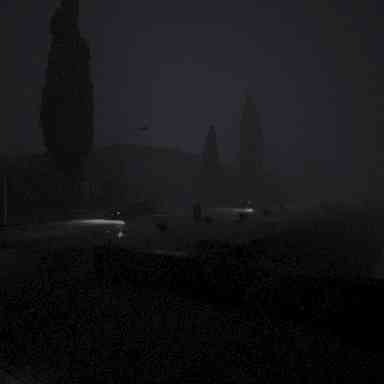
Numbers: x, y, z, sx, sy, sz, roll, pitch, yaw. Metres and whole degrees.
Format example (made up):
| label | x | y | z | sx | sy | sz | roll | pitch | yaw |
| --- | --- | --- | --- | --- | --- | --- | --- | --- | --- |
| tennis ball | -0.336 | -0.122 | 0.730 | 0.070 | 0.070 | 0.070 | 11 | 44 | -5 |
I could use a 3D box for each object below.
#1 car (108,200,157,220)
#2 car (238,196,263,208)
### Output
| label | x | y | z | sx | sy | sz | roll | pitch | yaw |
| --- | --- | --- | --- | --- | --- | --- | --- | --- | --- |
| car | -5.055 | 1.520 | 28.746 | 1.837 | 1.490 | 4.892 | 0 | 1 | 35 |
| car | 8.383 | 1.372 | 47.535 | 2.097 | 1.767 | 4.553 | 0 | 0 | 36 |
